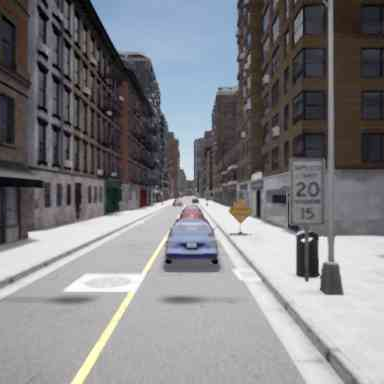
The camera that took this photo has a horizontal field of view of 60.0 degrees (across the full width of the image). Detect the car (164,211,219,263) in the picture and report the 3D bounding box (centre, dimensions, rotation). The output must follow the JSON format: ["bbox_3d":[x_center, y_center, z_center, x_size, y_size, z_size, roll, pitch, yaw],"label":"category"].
[{"bbox_3d":[-0.002,1.671,12.525,2.033,1.411,5.357,0,-1,0],"label":"car"}]

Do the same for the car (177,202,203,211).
[{"bbox_3d":[-0.006,1.840,28.458,1.994,1.385,4.181,0,0,0],"label":"car"}]

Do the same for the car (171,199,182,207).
[{"bbox_3d":[-2.834,2.128,64.538,1.812,1.442,4.674,0,0,1],"label":"car"}]

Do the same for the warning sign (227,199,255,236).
[{"bbox_3d":[2.507,1.284,17.231,1.300,1.860,1.060,0,0,0],"label":"warning sign"}]

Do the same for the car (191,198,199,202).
[{"bbox_3d":[0.875,2.292,87.228,1.837,1.490,4.892,0,0,0],"label":"car"}]
